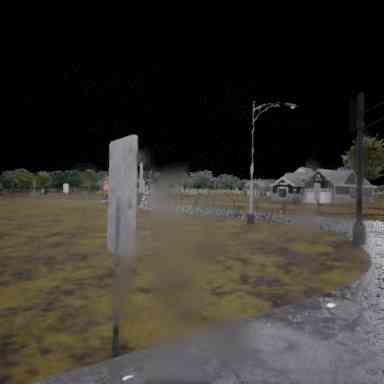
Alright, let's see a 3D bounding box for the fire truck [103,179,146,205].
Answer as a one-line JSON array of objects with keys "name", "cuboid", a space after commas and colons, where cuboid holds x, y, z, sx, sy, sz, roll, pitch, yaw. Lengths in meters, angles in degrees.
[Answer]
[{"name": "fire truck", "cuboid": [-9.884, -0.195, 47.910, 2.891, 3.827, 8.468, 2, -1, -35]}]
